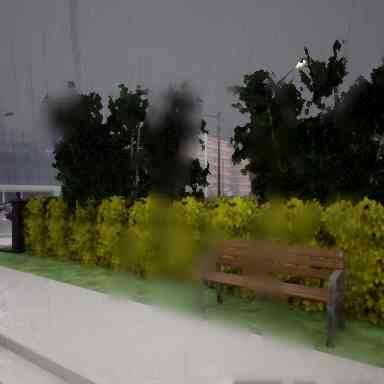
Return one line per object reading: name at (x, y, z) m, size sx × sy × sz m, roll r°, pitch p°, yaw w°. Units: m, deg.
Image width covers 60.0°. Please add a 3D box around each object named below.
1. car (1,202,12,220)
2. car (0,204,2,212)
car at (-11.186, 1.586, 24.934) m, size 1.895 × 1.301 × 4.718 m, roll 0°, pitch 0°, yaw 35°
car at (-19.754, 1.520, 37.455) m, size 1.994 × 1.385 × 4.181 m, roll 0°, pitch 0°, yaw 35°
